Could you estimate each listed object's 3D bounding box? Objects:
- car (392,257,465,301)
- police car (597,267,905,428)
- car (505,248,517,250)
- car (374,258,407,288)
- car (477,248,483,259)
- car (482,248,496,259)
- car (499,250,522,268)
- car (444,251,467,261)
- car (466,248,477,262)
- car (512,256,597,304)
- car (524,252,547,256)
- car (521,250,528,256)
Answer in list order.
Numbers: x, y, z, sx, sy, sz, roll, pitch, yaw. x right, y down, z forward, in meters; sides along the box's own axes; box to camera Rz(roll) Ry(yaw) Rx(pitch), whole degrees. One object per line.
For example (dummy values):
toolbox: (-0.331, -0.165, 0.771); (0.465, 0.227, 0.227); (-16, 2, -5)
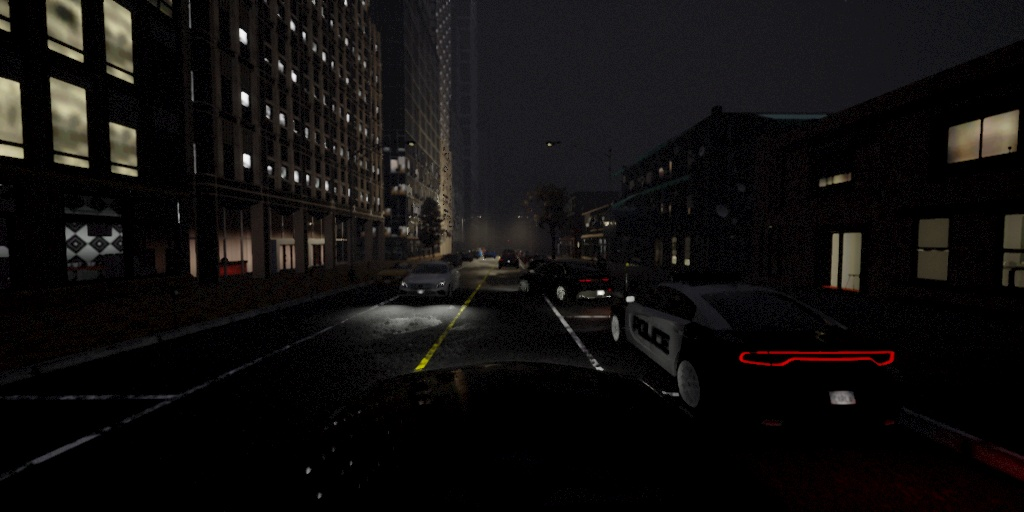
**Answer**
car: (-3.257, 0.933, 15.011); (1.812, 1.442, 4.674); (0, 1, -1)
police car: (3.086, 1.065, 5.963); (1.930, 1.638, 5.238); (0, 1, -1)
car: (-0.530, -0.240, 53.864); (2.097, 1.767, 4.553); (0, 1, -1)
car: (-5.867, 0.819, 19.248); (1.751, 1.417, 4.829); (0, 0, -1)
car: (-6.344, -0.154, 58.911); (1.948, 1.339, 4.313); (0, 0, -1)
car: (-3.711, -0.283, 60.934); (1.882, 1.535, 5.008); (0, 1, -1)
car: (-0.320, 0.431, 36.057); (1.994, 1.385, 4.181); (0, 2, -1)
car: (-6.072, 0.425, 36.344); (1.948, 1.339, 4.313); (0, 0, -1)
car: (-6.208, 0.009, 47.628); (1.967, 1.591, 4.097); (0, 0, -1)
car: (1.980, 0.929, 14.416); (1.837, 1.490, 4.892); (-1, 2, -25)
car: (2.344, 0.569, 30.748); (1.948, 1.339, 4.313); (0, 0, -1)
car: (2.208, 0.258, 42.031); (1.888, 1.381, 4.507); (0, 0, -1)
